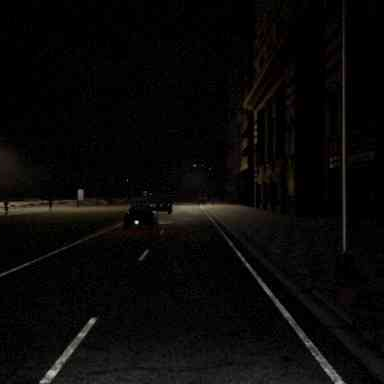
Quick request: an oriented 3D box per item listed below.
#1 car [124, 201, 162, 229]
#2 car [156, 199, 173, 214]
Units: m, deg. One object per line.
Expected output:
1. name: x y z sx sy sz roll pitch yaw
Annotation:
1. car: -3.401 1.634 22.871 1.837 1.490 4.892 0 -1 0
2. car: -3.403 1.617 39.364 2.097 1.767 4.553 0 -1 0
